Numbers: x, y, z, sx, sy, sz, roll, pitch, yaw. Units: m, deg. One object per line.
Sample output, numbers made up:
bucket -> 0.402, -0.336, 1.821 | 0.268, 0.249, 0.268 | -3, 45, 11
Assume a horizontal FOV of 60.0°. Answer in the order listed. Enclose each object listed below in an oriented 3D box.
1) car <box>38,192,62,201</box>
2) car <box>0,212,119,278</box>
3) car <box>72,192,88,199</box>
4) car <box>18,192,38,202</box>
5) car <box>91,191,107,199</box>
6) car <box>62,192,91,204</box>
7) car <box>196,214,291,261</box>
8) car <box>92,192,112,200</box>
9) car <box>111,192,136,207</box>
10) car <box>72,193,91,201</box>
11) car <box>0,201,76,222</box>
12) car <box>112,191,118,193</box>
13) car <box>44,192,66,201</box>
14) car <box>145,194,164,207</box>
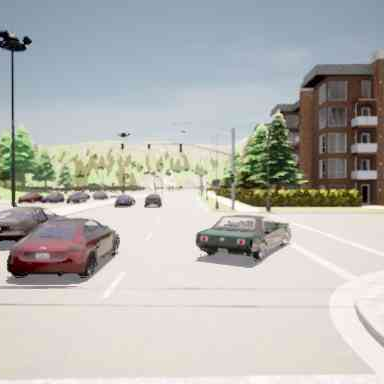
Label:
car -> -19.796, 0.937, 47.717 | 1.994, 1.385, 4.181 | 0, 1, 0
car -> -3.484, 1.434, 9.773 | 1.994, 1.385, 4.181 | 0, 1, 0
car -> -23.265, 0.643, 69.169 | 1.994, 1.385, 4.181 | 0, 1, 0
car -> -23.291, 0.843, 48.353 | 1.882, 1.535, 5.008 | 0, 1, 0
car -> -19.763, 0.601, 71.005 | 2.033, 1.411, 5.357 | 0, 1, 0
car -> -16.297, 0.883, 47.337 | 1.837, 1.490, 4.892 | 0, 1, 0
car -> 2.064, 1.443, 11.820 | 1.895, 1.301, 4.718 | 0, 1, 31
car -> -16.284, 0.743, 59.517 | 1.812, 1.442, 4.674 | 0, 1, 0
car -> -8.043, 1.032, 40.408 | 1.994, 1.385, 4.181 | 0, 1, -1
car -> -19.776, 0.814, 59.901 | 1.895, 1.301, 4.718 | 0, 1, 0
car -> -7.125, 1.354, 14.604 | 2.033, 1.411, 5.357 | 0, 1, -2
car -> -16.263, 0.585, 70.740 | 1.812, 1.442, 4.674 | 0, 1, 0
car -> -23.302, 0.779, 56.854 | 1.812, 1.442, 4.674 | 0, 1, 1
car -> -4.533, 0.980, 39.860 | 1.837, 1.490, 4.892 | 0, 1, -1
